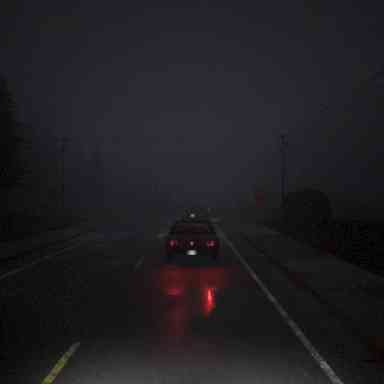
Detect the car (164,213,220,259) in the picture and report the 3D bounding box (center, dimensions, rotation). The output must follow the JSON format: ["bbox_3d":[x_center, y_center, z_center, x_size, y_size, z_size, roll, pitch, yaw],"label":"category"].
[{"bbox_3d":[0.019,1.748,13.230,1.895,1.301,4.718,0,-1,0],"label":"car"}]

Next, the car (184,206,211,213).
[{"bbox_3d":[0.493,1.876,28.391,1.994,1.385,4.181,0,-1,13],"label":"car"}]
